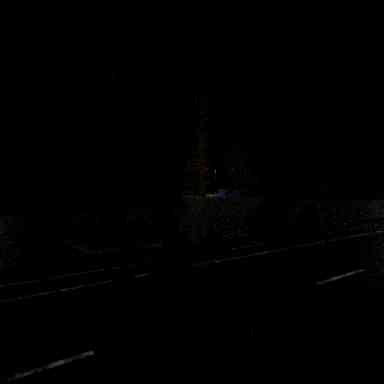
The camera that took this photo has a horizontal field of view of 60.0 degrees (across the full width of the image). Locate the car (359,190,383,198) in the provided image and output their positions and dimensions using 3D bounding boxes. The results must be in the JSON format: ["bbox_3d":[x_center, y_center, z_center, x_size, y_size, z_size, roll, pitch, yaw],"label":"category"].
[{"bbox_3d":[32.157,0.384,58.779,1.802,1.307,4.206,-1,1,-36],"label":"car"}]

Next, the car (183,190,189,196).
[{"bbox_3d":[-1.319,0.380,90.635,1.967,1.590,4.097,-1,1,-36],"label":"car"}]

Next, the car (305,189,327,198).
[{"bbox_3d":[21.923,0.524,58.398,1.802,1.307,4.206,-1,1,-36],"label":"car"}]

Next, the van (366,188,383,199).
[{"bbox_3d":[28.560,0.290,49.185,1.690,1.788,3.998,-1,1,-36],"label":"van"}]

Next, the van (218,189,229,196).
[{"bbox_3d":[8.913,0.138,91.015,1.690,1.788,3.998,-1,1,-36],"label":"van"}]

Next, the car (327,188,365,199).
[{"bbox_3d":[25.240,0.260,53.790,2.192,1.841,5.009,-1,1,-36],"label":"car"}]

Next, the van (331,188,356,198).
[{"bbox_3d":[28.833,0.140,63.382,1.690,1.788,3.998,-1,1,-36],"label":"van"}]

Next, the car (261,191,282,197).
[{"bbox_3d":[18.877,0.377,77.200,1.802,1.307,4.206,-1,1,-36],"label":"car"}]

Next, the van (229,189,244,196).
[{"bbox_3d":[12.233,0.137,86.409,1.690,1.788,3.998,-1,1,-36],"label":"van"}]

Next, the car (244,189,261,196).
[{"bbox_3d":[15.556,0.378,81.806,1.802,1.307,4.206,-1,1,-36],"label":"car"}]

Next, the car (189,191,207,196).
[{"bbox_3d":[2.003,0.490,86.031,2.008,1.369,4.403,-1,1,-36],"label":"car"}]
